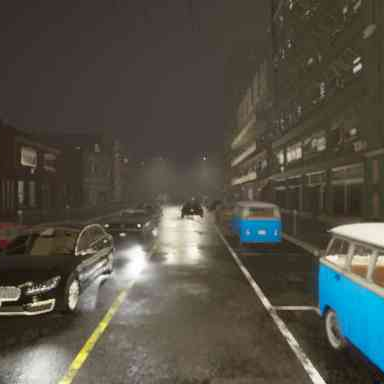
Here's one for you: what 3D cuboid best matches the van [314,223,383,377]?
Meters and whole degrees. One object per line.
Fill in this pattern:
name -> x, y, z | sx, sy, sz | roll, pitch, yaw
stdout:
van -> 2.704, 1.338, 3.535 | 1.690, 1.788, 3.998 | 1, 0, 0

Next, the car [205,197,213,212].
car -> 2.695, 1.522, 37.021 | 1.947, 1.339, 4.313 | 1, 0, 0

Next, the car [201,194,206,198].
car -> 2.693, 1.469, 53.764 | 1.887, 1.381, 4.507 | 1, 0, 0

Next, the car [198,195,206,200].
car -> 2.688, 1.400, 87.246 | 2.008, 1.369, 4.403 | 1, 0, 0

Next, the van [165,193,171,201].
van -> -5.685, 1.243, 64.881 | 1.690, 1.788, 3.998 | 1, 0, 0

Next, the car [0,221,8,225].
car -> -5.680, 1.536, 9.079 | 1.887, 1.381, 4.507 | 1, 0, 0

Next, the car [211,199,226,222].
car -> 2.697, 1.498, 26.028 | 1.752, 1.417, 4.829 | 1, 0, 0

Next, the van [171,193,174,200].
van -> -5.687, 1.218, 76.041 | 1.690, 1.788, 3.998 | 1, 0, 0

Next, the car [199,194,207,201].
car -> 2.690, 1.303, 81.666 | 1.967, 1.590, 4.097 | 1, 0, 0

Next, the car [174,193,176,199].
car -> -5.693, 1.393, 87.202 | 1.887, 1.381, 4.507 | 1, 0, 0

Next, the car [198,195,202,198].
car -> 0.061, 1.503, 46.218 | 1.994, 1.385, 4.181 | 0, 0, 0

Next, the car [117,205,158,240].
car -> -3.095, 1.584, 17.074 | 1.895, 1.301, 4.718 | 0, 0, 0

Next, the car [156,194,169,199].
car -> -5.688, 1.479, 59.301 | 1.947, 1.339, 4.313 | 1, 0, 0

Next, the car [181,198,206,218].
car -> 0.021, 1.531, 30.378 | 1.994, 1.385, 4.181 | 0, 0, 0

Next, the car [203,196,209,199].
car -> 2.695, 1.512, 42.602 | 1.947, 1.339, 4.313 | 1, 0, 0

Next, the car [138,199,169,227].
car -> -3.004, 1.469, 22.829 | 2.128, 1.511, 4.902 | 0, 0, 0

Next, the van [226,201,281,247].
van -> 2.702, 1.328, 14.698 | 1.690, 1.788, 3.998 | 1, 0, 0

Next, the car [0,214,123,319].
car -> -3.090, 1.498, 7.646 | 1.837, 1.490, 4.892 | 0, 0, 0
